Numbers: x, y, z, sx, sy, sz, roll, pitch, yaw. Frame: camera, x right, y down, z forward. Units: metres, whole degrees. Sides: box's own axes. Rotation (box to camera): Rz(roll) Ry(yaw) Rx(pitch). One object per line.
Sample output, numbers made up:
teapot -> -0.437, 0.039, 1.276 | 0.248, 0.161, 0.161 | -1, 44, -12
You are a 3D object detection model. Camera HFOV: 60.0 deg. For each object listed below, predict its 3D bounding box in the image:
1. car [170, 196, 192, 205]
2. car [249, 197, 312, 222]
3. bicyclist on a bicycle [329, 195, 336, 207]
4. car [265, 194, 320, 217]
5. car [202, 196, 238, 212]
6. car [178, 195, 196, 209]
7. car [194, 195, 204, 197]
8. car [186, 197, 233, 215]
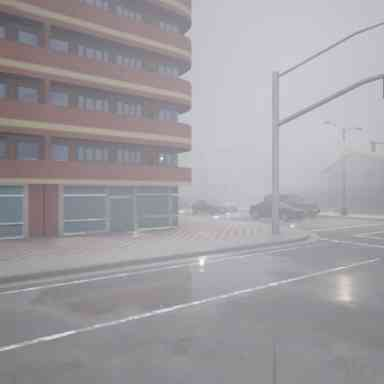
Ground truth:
car -> -2.086, 1.526, 60.526 | 1.812, 1.442, 4.674 | 0, 0, -34
car -> 6.841, 1.478, 26.991 | 1.882, 1.535, 5.008 | 0, 0, -34
bicyclist on a bicycle -> 19.330, 1.301, 45.873 | 1.656, 1.620, 0.582 | 0, 0, -35
car -> 8.827, 1.221, 30.320 | 2.150, 2.045, 5.566 | 0, 0, -34
car -> 3.290, 1.526, 38.367 | 1.812, 1.442, 4.674 | 0, 0, -35
car -> -1.953, 1.505, 45.972 | 1.837, 1.490, 4.892 | 0, 0, -34
car -> 0.766, 1.352, 62.472 | 2.097, 1.767, 4.553 | 0, 0, -35
car -> 1.719, 1.526, 34.469 | 1.812, 1.442, 4.674 | 0, 0, -35
